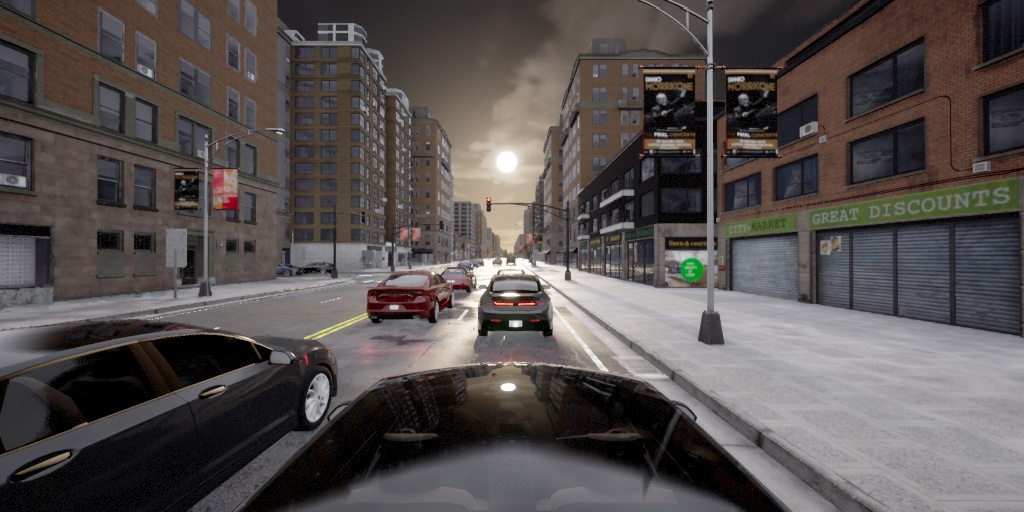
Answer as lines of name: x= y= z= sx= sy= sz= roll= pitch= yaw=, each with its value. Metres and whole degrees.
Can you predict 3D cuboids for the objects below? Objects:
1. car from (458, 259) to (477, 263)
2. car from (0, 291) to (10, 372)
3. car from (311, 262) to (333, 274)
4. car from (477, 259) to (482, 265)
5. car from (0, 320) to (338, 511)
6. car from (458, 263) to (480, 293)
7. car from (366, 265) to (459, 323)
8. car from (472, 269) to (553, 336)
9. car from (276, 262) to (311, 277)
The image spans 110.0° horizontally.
car: x=-6.729 y=1.296 z=52.203 sx=1.812 sy=1.442 sz=4.674 roll=0 pitch=0 yaw=2
car: x=-9.856 y=1.315 z=4.236 sx=1.994 sy=1.385 sz=4.181 roll=0 pitch=0 yaw=0
car: x=-22.255 y=1.348 z=40.745 sx=4.313 sy=1.339 sz=1.948 roll=0 pitch=0 yaw=0
car: x=-6.739 y=1.284 z=62.341 sx=1.837 sy=1.490 sz=4.892 roll=0 pitch=0 yaw=0
car: x=-3.152 y=1.255 z=2.689 sx=1.837 sy=1.490 sz=4.892 roll=0 pitch=0 yaw=0
car: x=-3.199 y=1.317 z=21.017 sx=1.994 sy=1.385 sz=4.181 roll=0 pitch=0 yaw=-1
car: x=-3.179 y=1.229 z=12.123 sx=1.882 sy=1.535 sz=5.008 roll=0 pitch=0 yaw=0
car: x=0.077 y=1.256 z=10.369 sx=1.837 sy=1.490 sz=4.892 roll=0 pitch=0 yaw=0
car: x=-22.725 y=1.316 z=35.264 sx=4.181 sy=1.385 sz=1.994 roll=0 pitch=0 yaw=0
